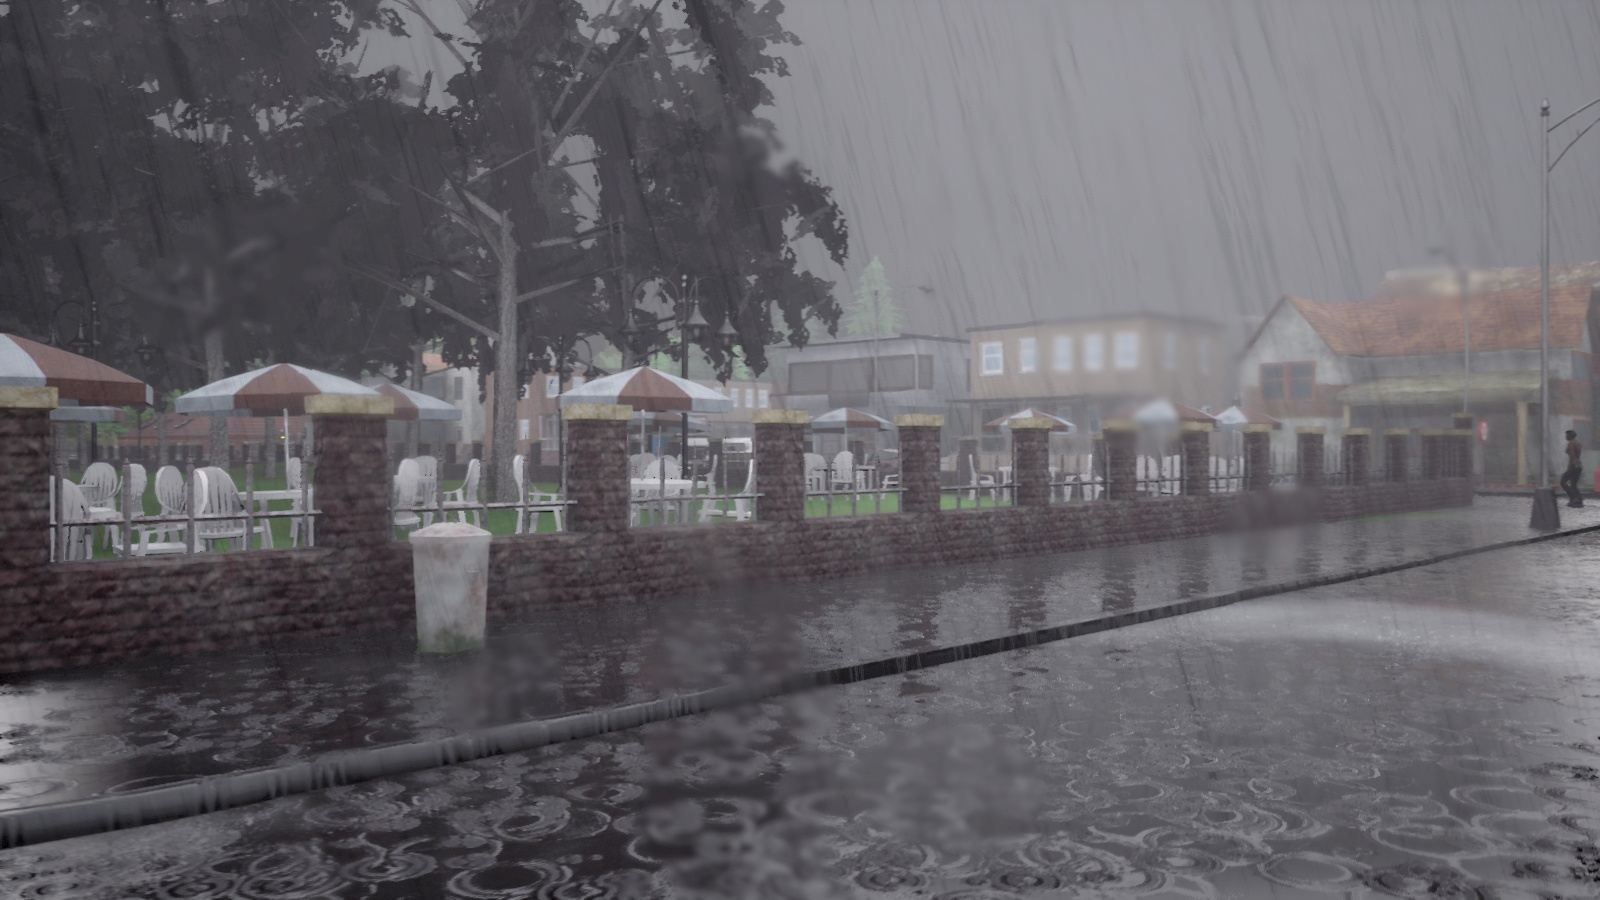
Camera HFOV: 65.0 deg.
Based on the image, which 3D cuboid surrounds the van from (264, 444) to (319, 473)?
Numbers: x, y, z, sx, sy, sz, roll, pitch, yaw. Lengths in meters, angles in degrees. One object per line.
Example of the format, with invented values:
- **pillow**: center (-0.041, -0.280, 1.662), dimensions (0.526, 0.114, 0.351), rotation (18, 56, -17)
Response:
- **van**: center (-35.667, 0.592, 88.099), dimensions (4.442, 1.987, 1.775), rotation (0, 0, 42)

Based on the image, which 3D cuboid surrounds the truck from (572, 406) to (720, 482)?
- **truck**: center (-7.624, -0.265, 61.315), dimensions (2.891, 3.462, 7.936), rotation (0, 0, -45)

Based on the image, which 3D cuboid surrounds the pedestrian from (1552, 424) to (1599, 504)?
- **pedestrian**: center (17.782, 0.323, 28.793), dimensions (0.328, 1.805, 0.869), rotation (0, 0, -31)

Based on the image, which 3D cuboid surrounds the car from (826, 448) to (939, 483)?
- **car**: center (3.646, 0.661, 56.103), dimensions (4.792, 1.488, 2.163), rotation (0, 0, 44)

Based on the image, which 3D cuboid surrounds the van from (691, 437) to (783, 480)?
- **van**: center (-3.192, 0.415, 62.642), dimensions (4.480, 2.038, 2.069), rotation (0, 0, 44)
